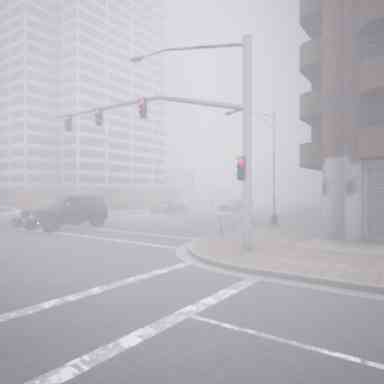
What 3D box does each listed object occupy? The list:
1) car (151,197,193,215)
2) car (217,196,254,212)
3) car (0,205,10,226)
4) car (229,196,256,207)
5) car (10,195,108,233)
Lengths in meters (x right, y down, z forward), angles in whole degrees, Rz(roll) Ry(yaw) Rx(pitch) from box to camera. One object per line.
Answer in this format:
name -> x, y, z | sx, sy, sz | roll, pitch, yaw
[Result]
car -> -2.267, 1.520, 34.410 | 1.812, 1.442, 4.674 | 0, 0, 35
car -> 5.017, 1.543, 38.676 | 2.033, 1.411, 5.357 | 0, 0, 35
car -> -12.336, 1.520, 20.102 | 1.812, 1.442, 4.674 | 0, 0, 35
car -> 7.307, 1.301, 47.895 | 1.837, 1.490, 4.892 | 0, 0, 35
car -> -7.639, 1.217, 20.326 | 2.150, 2.045, 5.566 | 0, 0, 32
